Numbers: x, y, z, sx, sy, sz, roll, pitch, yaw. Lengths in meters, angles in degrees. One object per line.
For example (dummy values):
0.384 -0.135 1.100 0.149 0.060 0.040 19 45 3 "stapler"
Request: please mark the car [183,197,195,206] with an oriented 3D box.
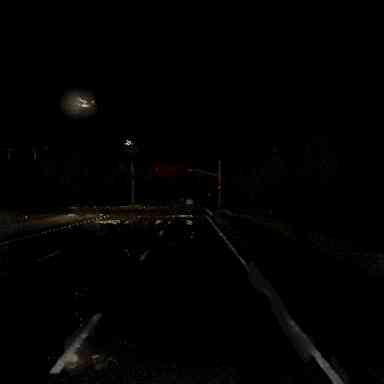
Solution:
-0.365 2.182 69.630 1.812 1.442 4.674 0 -1 0 "car"
